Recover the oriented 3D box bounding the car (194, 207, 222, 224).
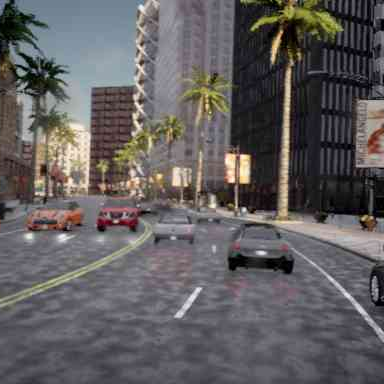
[{"bbox_3d":[0.943,1.947,28.701,1.895,1.301,4.718,2,-1,-14],"label":"car"}]

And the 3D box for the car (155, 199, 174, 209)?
[{"bbox_3d":[-4.356,1.700,45.378,2.097,1.767,4.553,2,-1,-18],"label":"car"}]

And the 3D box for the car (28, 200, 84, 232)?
[{"bbox_3d":[-7.940,1.299,19.815,2.097,1.767,4.553,2,0,-5],"label":"car"}]

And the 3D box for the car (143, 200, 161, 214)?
[{"bbox_3d":[-5.138,1.791,36.725,1.994,1.385,4.181,2,-1,-17],"label":"car"}]

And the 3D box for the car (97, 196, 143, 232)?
[{"bbox_3d":[-4.485,1.297,21.065,2.150,2.045,5.566,2,-1,-6],"label":"car"}]

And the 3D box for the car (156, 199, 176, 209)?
[{"bbox_3d":[-4.368,1.937,55.292,2.231,1.521,4.892,2,-1,-18],"label":"car"}]

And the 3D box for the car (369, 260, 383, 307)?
[{"bbox_3d":[4.538,1.720,5.612,1.837,1.490,4.892,2,-1,13],"label":"car"}]

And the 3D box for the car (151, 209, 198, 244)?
[{"bbox_3d":[-0.805,1.759,16.932,1.895,1.301,4.718,2,-1,0],"label":"car"}]

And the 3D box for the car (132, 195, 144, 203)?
[{"bbox_3d":[-13.565,1.802,83.190,2.185,1.767,4.553,2,-1,-18],"label":"car"}]

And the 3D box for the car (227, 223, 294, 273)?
[{"bbox_3d":[2.271,1.769,11.612,1.994,1.385,4.181,2,-1,8],"label":"car"}]
